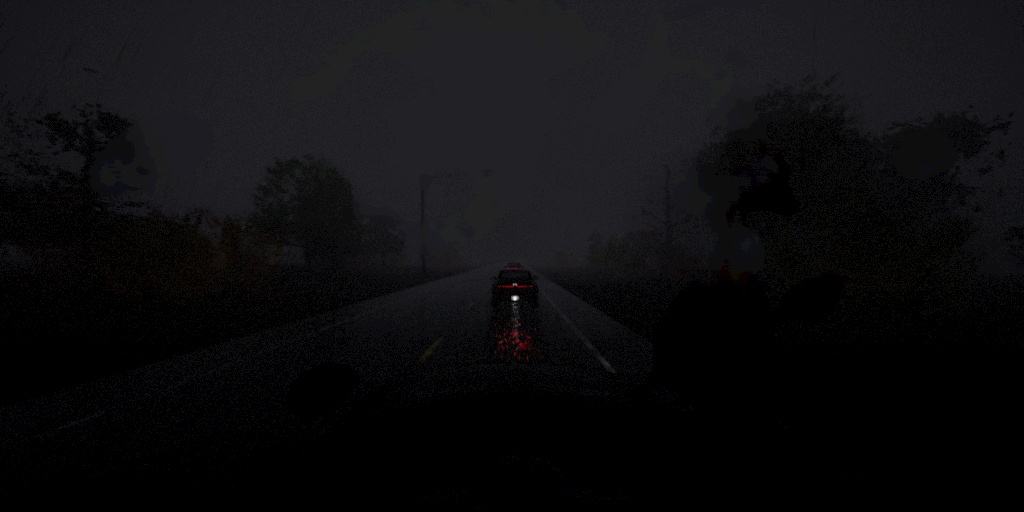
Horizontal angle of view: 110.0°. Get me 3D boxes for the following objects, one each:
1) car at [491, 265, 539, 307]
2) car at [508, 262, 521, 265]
[{"bbox_3d":[0.123,1.321,15.911,1.837,1.490,4.892,0,0,0],"label":"car"},{"bbox_3d":[0.247,1.426,39.011,1.837,1.490,4.892,0,0,0],"label":"car"}]
